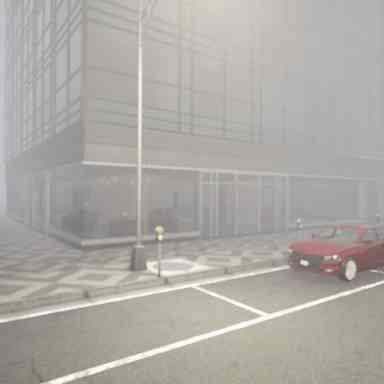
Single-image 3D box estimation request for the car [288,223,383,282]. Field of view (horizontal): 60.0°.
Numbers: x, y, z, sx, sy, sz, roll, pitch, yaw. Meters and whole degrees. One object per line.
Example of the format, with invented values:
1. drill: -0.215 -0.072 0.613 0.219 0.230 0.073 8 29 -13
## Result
1. car: 4.797 1.651 10.090 4.507 1.381 1.887 1 -1 -36
